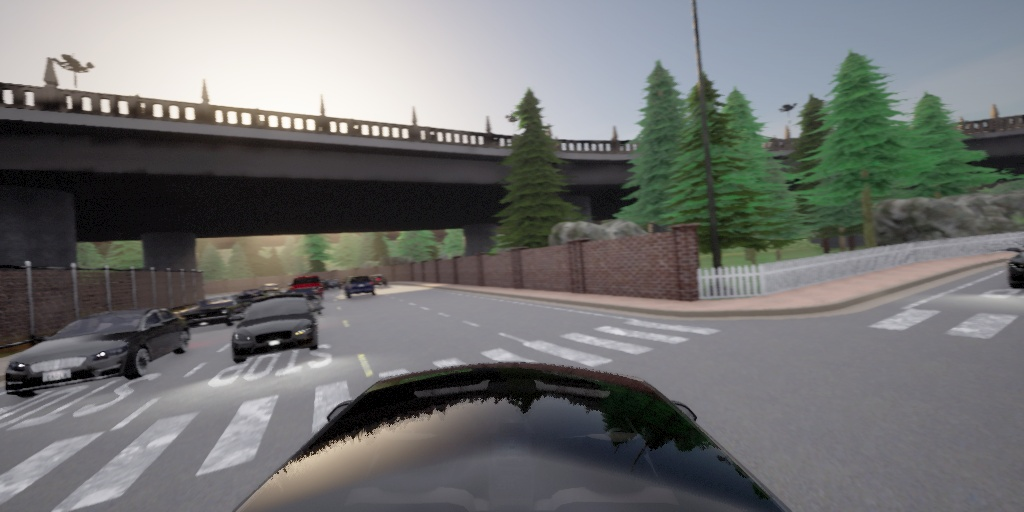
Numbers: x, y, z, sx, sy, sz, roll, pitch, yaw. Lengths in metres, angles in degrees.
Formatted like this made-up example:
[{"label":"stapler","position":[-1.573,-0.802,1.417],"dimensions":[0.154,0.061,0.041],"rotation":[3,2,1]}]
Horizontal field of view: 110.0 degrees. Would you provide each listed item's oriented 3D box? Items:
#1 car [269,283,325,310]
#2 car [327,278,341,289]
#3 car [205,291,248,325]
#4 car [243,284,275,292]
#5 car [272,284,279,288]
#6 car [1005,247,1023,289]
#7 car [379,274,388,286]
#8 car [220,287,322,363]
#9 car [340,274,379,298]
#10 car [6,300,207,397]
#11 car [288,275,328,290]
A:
[{"label":"car","position":[-10.936,2.387,18.473],"dimensions":[1.994,1.385,4.181],"rotation":[-4,-1,-28]},{"label":"car","position":[-23.857,3.679,46.932],"dimensions":[2.033,1.411,5.357],"rotation":[-4,-1,-43]},{"label":"car","position":[-14.253,2.690,17.296],"dimensions":[1.895,1.301,4.718],"rotation":[-4,-1,-28]},{"label":"car","position":[-18.890,3.111,26.072],"dimensions":[1.994,1.385,4.181],"rotation":[-4,-1,-28]},{"label":"car","position":[-24.159,3.555,35.812],"dimensions":[2.128,1.511,4.902],"rotation":[-4,0,-31]},{"label":"car","position":[15.340,0.018,9.650],"dimensions":[4.892,1.490,1.837],"rotation":[-5,-1,-26]},{"label":"car","position":[-16.387,2.985,43.158],"dimensions":[1.837,1.490,4.892],"rotation":[-4,-1,-33]},{"label":"car","position":[-6.788,1.919,10.617],"dimensions":[1.837,1.490,4.892],"rotation":[-4,-1,-28]},{"label":"car","position":[-12.811,2.425,29.962],"dimensions":[2.097,1.767,4.553],"rotation":[-4,-1,-28]},{"label":"car","position":[-9.959,2.156,9.103],"dimensions":[2.128,1.511,4.902],"rotation":[-4,-1,-28]},{"label":"car","position":[-15.958,2.539,27.940],"dimensions":[2.150,2.045,5.566],"rotation":[-4,-1,-29]}]
